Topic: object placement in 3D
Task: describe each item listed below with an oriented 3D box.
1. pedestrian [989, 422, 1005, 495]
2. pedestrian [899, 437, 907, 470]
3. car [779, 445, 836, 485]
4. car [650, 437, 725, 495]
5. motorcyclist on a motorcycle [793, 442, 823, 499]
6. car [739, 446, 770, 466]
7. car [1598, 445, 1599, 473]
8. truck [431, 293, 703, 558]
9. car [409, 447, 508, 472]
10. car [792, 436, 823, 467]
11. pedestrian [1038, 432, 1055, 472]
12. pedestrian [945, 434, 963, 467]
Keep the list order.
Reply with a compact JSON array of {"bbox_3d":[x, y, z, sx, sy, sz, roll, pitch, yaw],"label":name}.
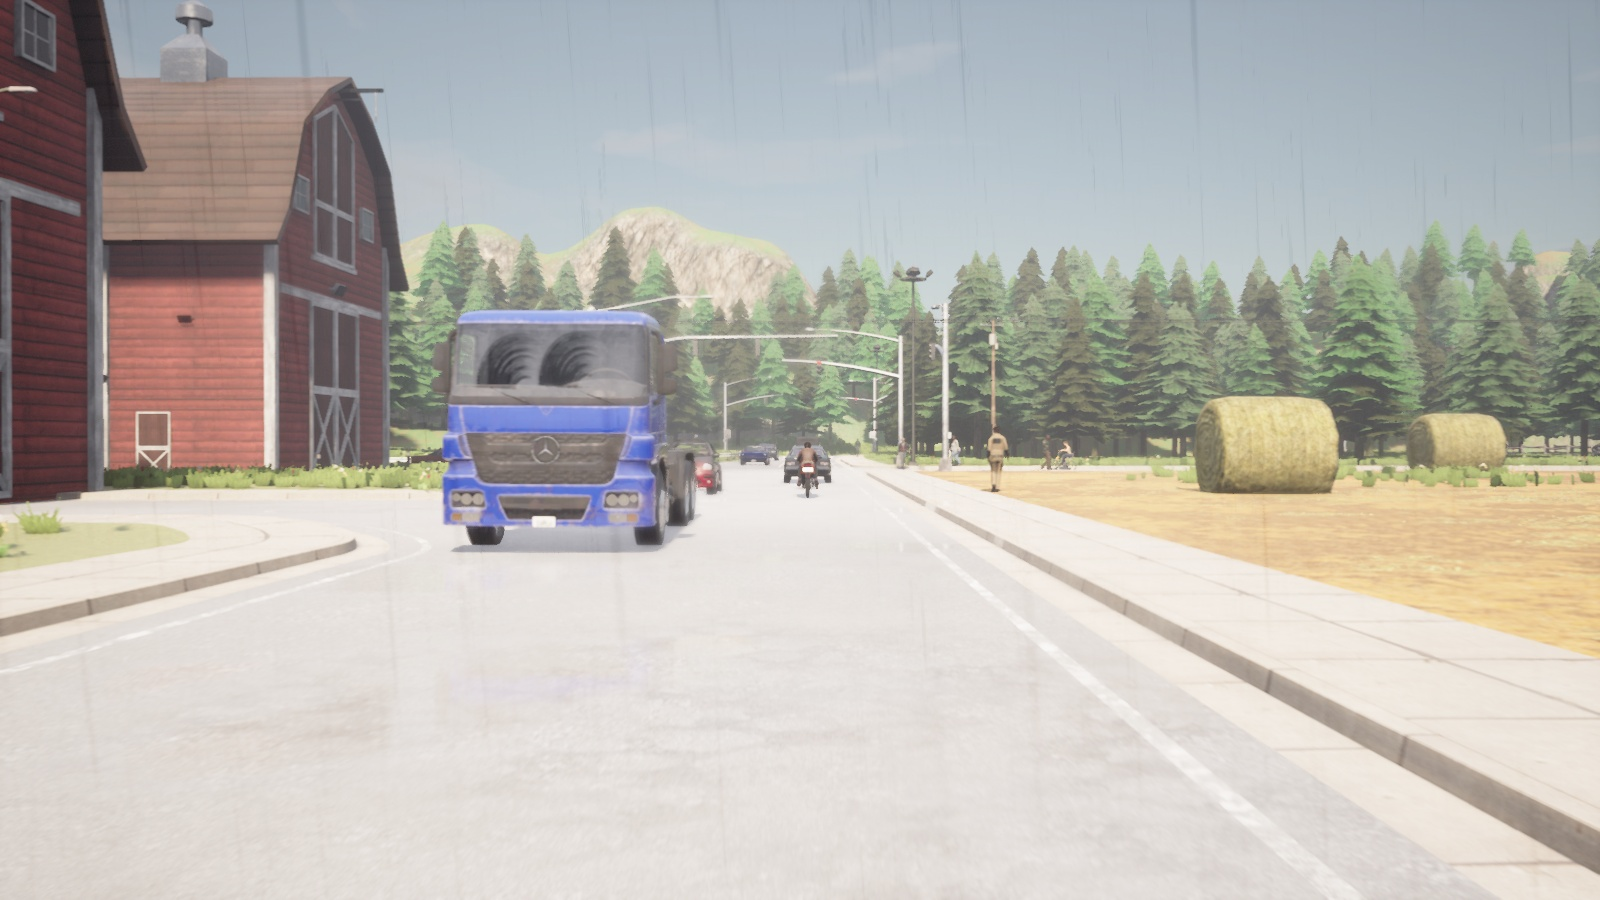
[{"bbox_3d":[5.306,0.221,33.767,0.396,1.930,0.692,0,0,11],"label":"pedestrian"},{"bbox_3d":[5.836,0.170,70.966,0.376,1.854,0.720,0,0,-2],"label":"pedestrian"},{"bbox_3d":[0.291,0.520,48.105,2.033,1.411,5.357,0,0,0],"label":"car"},{"bbox_3d":[-3.273,0.432,37.210,1.851,1.617,3.988,0,0,0],"label":"car"},{"bbox_3d":[0.211,0.535,34.496,0.797,1.523,2.044,0,1,0],"label":"motorcyclist on a motorcycle"},{"bbox_3d":[-3.006,0.370,84.192,1.895,1.301,4.718,0,0,0],"label":"car"},{"bbox_3d":[44.046,0.470,64.721,4.674,1.442,1.812,0,0,1],"label":"car"},{"bbox_3d":[-3.363,-0.391,20.450,2.891,3.462,7.936,0,1,0],"label":"truck"},{"bbox_3d":[-17.958,0.486,66.197,4.718,1.301,1.895,0,0,1],"label":"car"},{"bbox_3d":[0.460,0.102,78.201,1.905,1.878,3.866,0,0,0],"label":"car"},{"bbox_3d":[11.989,0.086,61.070,0.692,1.930,0.395,0,0,26],"label":"pedestrian"},{"bbox_3d":[8.937,0.025,72.863,0.900,1.855,0.874,0,0,0],"label":"pedestrian"}]
